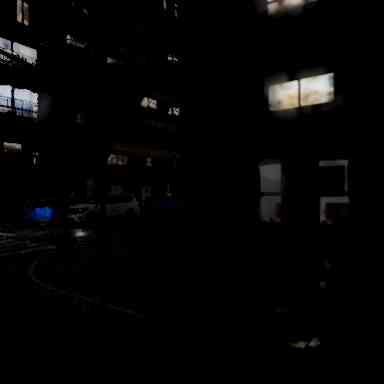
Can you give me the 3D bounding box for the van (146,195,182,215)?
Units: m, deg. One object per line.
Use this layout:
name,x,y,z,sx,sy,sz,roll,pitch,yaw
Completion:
van,-2.862,1.218,31.542,1.690,1.788,3.998,0,0,35

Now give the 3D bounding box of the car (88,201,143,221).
car,-6.111,1.494,26.934,1.802,1.307,4.206,0,0,35

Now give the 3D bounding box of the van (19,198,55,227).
van,-9.365,1.288,22.325,1.690,1.788,3.998,0,0,35

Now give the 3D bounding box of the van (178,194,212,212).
van,0.390,1.184,36.151,1.690,1.788,3.998,0,0,35

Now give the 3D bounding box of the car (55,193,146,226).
car,-6.059,1.124,22.750,2.150,2.045,5.566,-1,1,35

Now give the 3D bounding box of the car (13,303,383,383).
car,0.464,1.566,2.400,4.313,1.339,1.947,0,-1,36
